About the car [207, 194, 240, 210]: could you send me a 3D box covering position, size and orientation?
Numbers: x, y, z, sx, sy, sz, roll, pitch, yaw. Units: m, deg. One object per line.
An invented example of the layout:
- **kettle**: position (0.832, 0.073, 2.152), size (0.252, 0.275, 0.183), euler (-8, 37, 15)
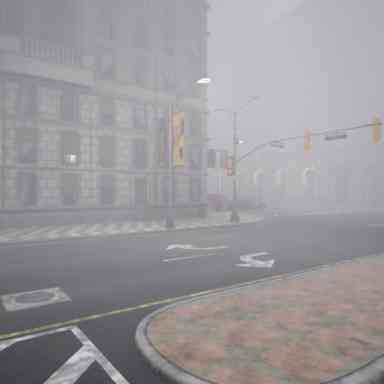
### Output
- **car**: position (3.194, 1.224, 43.133), size (2.150, 2.045, 5.566), euler (0, 0, -36)

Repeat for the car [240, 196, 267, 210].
- **car**: position (7.532, 1.351, 43.097), size (2.097, 1.767, 4.553), euler (0, 0, -36)
